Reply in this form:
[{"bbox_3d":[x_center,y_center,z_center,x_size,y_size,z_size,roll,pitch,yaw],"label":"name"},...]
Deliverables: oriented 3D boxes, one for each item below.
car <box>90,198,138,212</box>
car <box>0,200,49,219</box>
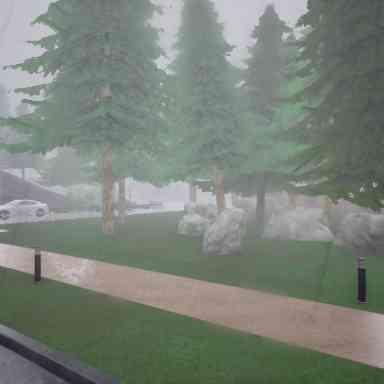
[{"bbox_3d":[-8.201,1.385,35.671,2.033,1.411,5.357,0,0,36],"label":"car"},{"bbox_3d":[-14.179,1.363,27.340,1.812,1.442,4.674,0,0,35],"label":"car"}]
